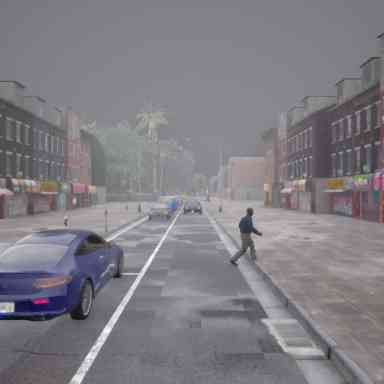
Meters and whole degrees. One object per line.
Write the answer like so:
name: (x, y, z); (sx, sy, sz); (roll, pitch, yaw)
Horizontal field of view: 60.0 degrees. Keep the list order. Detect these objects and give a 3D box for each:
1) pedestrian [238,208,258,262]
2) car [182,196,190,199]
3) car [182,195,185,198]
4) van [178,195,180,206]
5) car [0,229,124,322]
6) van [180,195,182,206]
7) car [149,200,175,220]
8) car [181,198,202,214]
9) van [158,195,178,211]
pedestrian: (1.675, 1.294, 10.009); (0.375, 1.860, 0.375); (0, 0, 0)
car: (0.031, 1.612, 46.100); (1.994, 1.385, 4.181); (0, 0, 1)
car: (-2.646, 1.617, 55.464); (2.008, 1.369, 4.403); (0, 0, 0)
van: (-2.644, 1.377, 39.071); (1.690, 1.788, 3.998); (0, 0, 0)
car: (-2.751, 1.526, 7.174); (1.812, 1.442, 4.674); (0, 0, 0)
van: (-2.644, 1.387, 44.536); (1.690, 1.788, 3.998); (0, 0, 0)
car: (-2.642, 1.599, 28.142); (1.802, 1.307, 4.206); (0, 0, 0)
car: (0.084, 1.630, 35.259); (1.895, 1.301, 4.718); (0, 0, 0)
van: (-2.643, 1.368, 33.607); (1.690, 1.788, 3.998); (0, 0, 0)
